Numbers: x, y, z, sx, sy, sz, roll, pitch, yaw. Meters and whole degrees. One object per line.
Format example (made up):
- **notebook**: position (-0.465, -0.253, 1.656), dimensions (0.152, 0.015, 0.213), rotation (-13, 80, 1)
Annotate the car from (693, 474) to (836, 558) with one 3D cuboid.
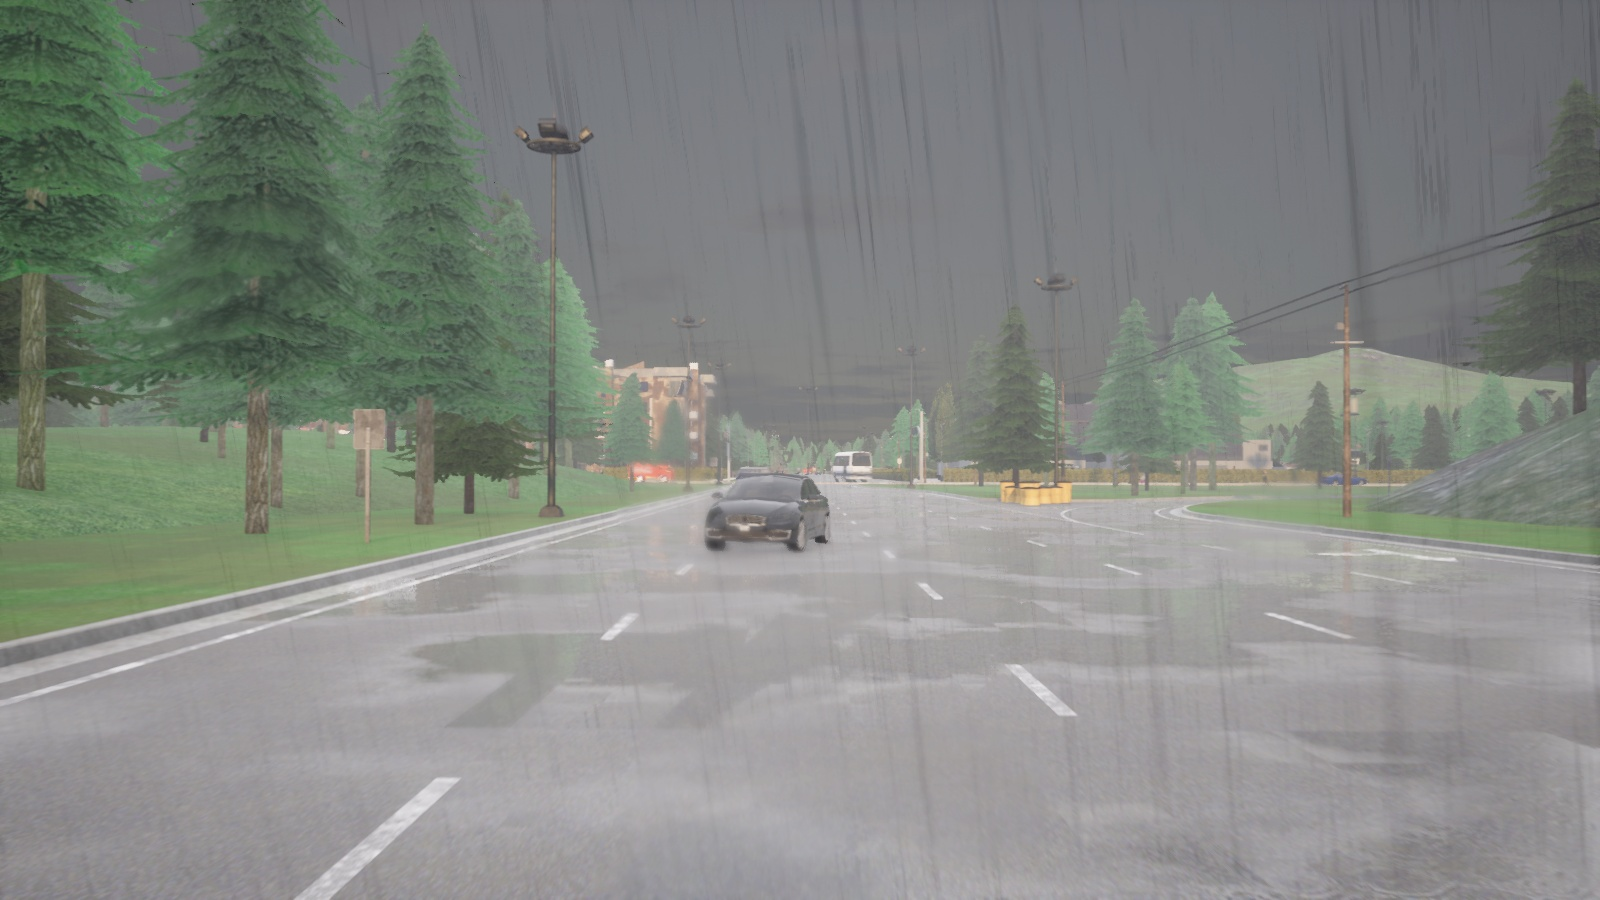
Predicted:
- **car**: position (-0.596, 1.249, 25.507), dimensions (1.837, 1.490, 4.892), rotation (0, -1, 11)
